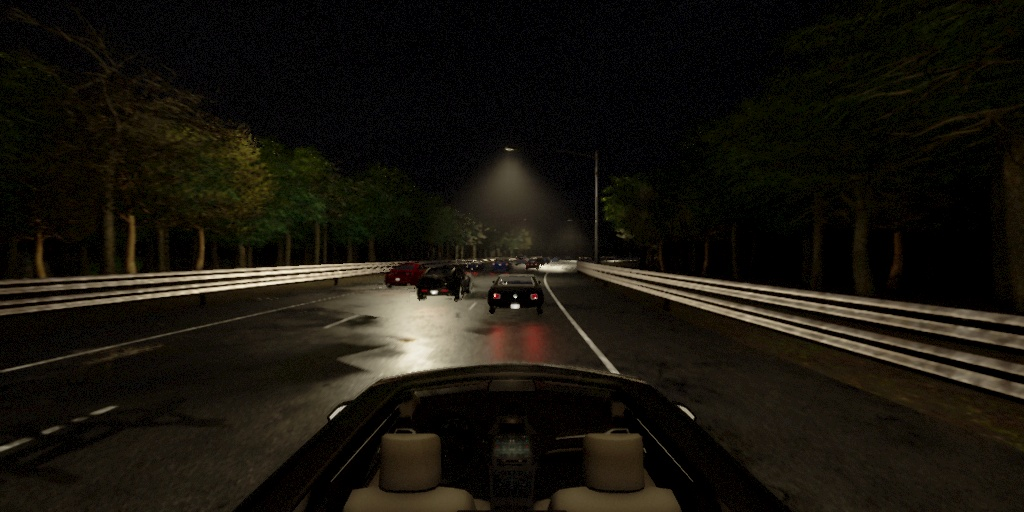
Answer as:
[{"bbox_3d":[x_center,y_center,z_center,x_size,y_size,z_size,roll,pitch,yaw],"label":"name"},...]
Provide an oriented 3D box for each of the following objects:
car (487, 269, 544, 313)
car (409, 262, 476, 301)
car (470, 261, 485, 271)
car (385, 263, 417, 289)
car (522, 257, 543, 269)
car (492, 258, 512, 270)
[{"bbox_3d":[0.178,1.345,13.875,1.895,1.301,4.718,0,0,2],"label":"car"},{"bbox_3d":[-3.136,1.240,17.268,1.837,1.490,4.892,0,0,2],"label":"car"},{"bbox_3d":[-4.727,1.316,46.970,1.895,1.301,4.718,0,0,6],"label":"car"},{"bbox_3d":[-6.421,1.202,23.022,1.882,1.535,5.008,0,0,3],"label":"car"},{"bbox_3d":[3.159,1.271,54.071,2.033,1.411,5.357,0,0,7],"label":"car"},{"bbox_3d":[-1.216,1.075,45.460,2.097,1.767,4.553,0,0,6],"label":"car"}]
